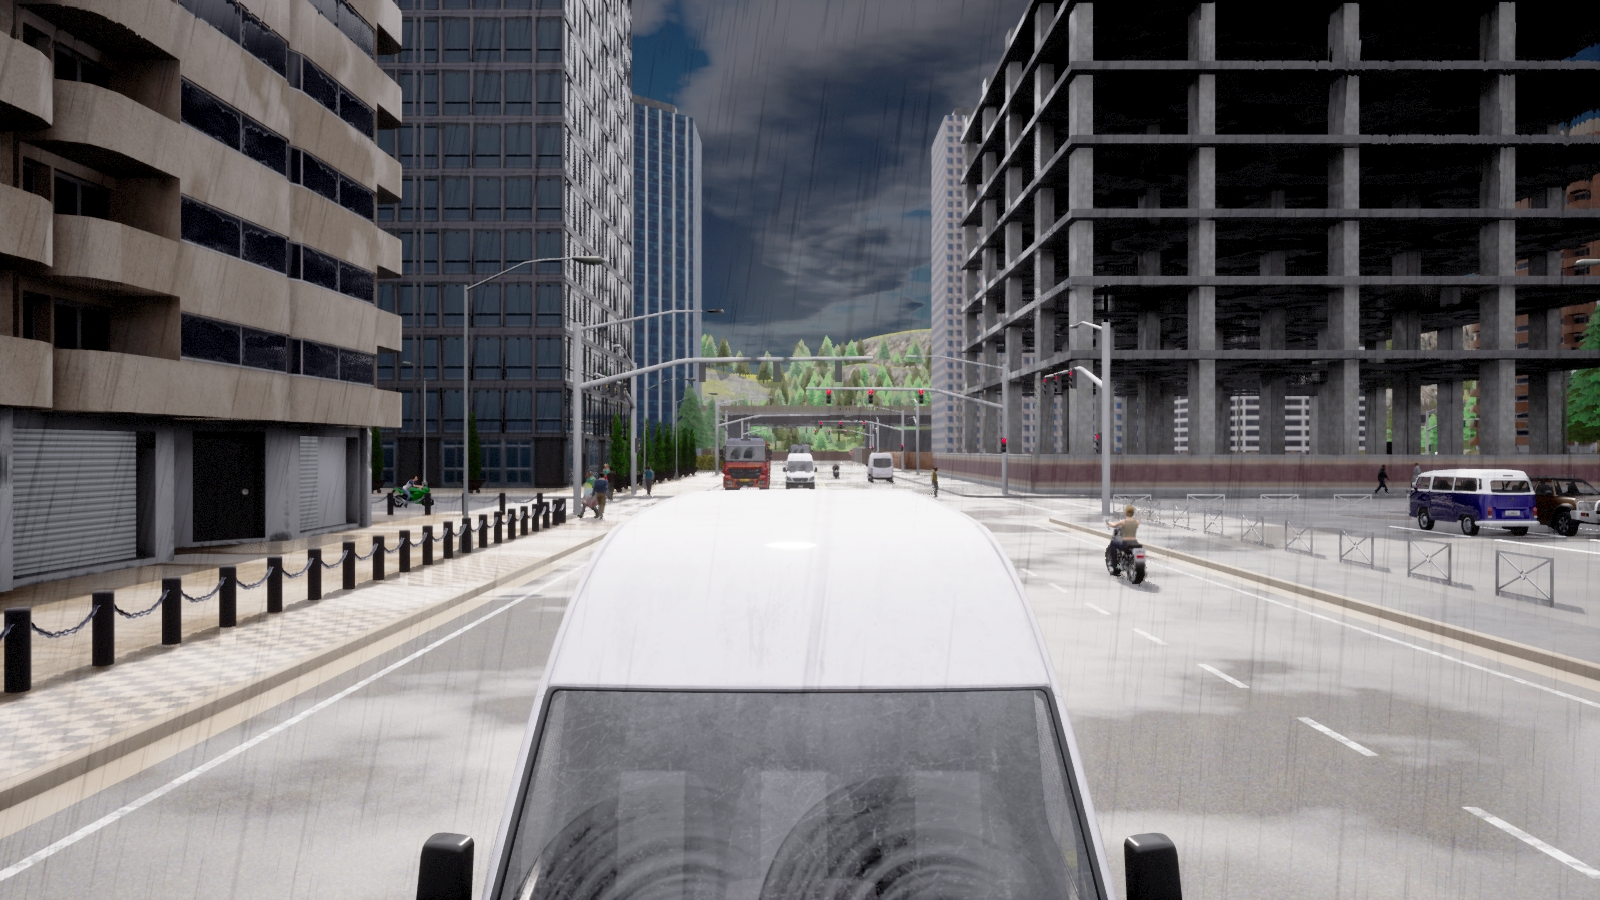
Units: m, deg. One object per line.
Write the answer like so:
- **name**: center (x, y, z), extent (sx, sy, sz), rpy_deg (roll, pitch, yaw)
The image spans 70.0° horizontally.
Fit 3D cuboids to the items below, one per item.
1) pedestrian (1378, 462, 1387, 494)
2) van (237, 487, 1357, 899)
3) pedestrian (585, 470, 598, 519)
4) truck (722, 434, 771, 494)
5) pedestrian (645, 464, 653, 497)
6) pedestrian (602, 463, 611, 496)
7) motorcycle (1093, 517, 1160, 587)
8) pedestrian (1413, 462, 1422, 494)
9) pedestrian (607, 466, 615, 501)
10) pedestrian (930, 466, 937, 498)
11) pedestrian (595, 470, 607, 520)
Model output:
- **pedestrian**: center (33.895, 1.641, 66.494), extent (0.375, 1.860, 0.375), rpy_deg (0, 0, 8)
- **van**: center (-0.002, 1.534, 4.985), extent (1.988, 2.561, 5.915), rpy_deg (0, 0, 0)
- **pedestrian**: center (-8.040, 1.696, 44.053), extent (0.375, 1.860, 0.375), rpy_deg (0, 0, -44)
- **truck**: center (-3.496, 0.891, 77.013), extent (2.891, 3.827, 8.468), rpy_deg (0, 0, 0)
- **pedestrian**: center (-8.528, 1.717, 64.682), extent (0.375, 1.860, 0.375), rpy_deg (0, 0, 3)
- **pedestrian**: center (-10.889, 1.641, 64.240), extent (0.375, 1.860, 0.375), rpy_deg (0, 0, -28)
- **motorcycle**: center (7.000, 2.155, 24.637), extent (0.764, 1.307, 2.356), rpy_deg (0, 0, 0)
- **pedestrian**: center (36.149, 1.642, 66.855), extent (0.375, 1.860, 0.375), rpy_deg (0, 0, 9)
- **pedestrian**: center (-10.133, 1.793, 61.194), extent (0.375, 1.860, 0.375), rpy_deg (0, 0, -19)
- **pedestrian**: center (7.827, 1.846, 66.914), extent (0.375, 1.860, 0.375), rpy_deg (0, 0, -3)
- **pedestrian**: center (-7.486, 1.697, 43.045), extent (0.375, 1.860, 0.375), rpy_deg (0, 0, 1)
